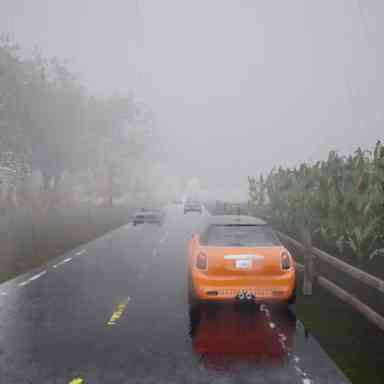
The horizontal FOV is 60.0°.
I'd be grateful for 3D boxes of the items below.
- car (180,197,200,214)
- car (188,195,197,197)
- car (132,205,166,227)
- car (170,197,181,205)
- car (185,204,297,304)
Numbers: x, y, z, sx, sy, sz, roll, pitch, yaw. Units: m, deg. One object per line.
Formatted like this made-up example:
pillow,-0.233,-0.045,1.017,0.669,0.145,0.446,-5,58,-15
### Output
car,0.084,1.542,35.644,2.033,1.411,5.357,0,0,0
car,0.072,1.346,46.206,2.097,1.767,4.553,0,0,0
car,-2.842,1.596,22.759,1.895,1.301,4.718,0,0,0
car,-2.731,1.558,57.422,1.994,1.385,4.181,0,0,0
car,0.963,1.349,8.277,2.097,1.767,4.553,0,0,0
